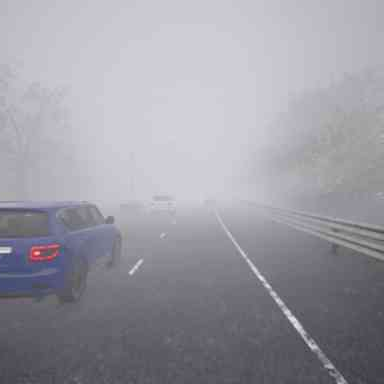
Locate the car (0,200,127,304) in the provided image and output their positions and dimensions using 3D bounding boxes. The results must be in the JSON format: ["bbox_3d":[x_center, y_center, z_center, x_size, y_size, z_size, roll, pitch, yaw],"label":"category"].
[{"bbox_3d":[-3.332,1.220,8.273,2.150,2.045,5.566,0,0,1],"label":"car"}]

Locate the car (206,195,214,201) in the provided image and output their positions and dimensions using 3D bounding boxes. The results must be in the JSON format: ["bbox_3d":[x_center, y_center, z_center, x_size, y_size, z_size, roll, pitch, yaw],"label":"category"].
[{"bbox_3d":[4.571,1.494,83.391,1.812,1.442,4.674,0,0,7],"label":"car"}]

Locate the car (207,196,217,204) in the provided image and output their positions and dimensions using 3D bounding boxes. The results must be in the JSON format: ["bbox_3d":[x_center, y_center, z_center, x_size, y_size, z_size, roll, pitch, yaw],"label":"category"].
[{"bbox_3d":[3.862,1.560,65.026,1.837,1.490,4.892,0,0,5],"label":"car"}]

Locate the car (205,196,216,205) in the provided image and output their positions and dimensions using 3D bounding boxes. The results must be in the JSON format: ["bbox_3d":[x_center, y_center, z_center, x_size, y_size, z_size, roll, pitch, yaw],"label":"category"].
[{"bbox_3d":[3.380,1.523,59.121,1.882,1.535,5.008,0,0,4],"label":"car"}]

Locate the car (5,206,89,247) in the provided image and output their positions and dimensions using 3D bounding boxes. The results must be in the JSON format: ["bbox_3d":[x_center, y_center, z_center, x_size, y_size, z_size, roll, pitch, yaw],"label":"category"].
[{"bbox_3d":[-6.697,1.503,16.072,1.837,1.490,4.892,0,0,1],"label":"car"}]

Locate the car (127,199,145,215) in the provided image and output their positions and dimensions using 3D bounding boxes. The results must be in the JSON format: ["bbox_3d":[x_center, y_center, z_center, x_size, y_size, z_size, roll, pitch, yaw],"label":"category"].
[{"bbox_3d":[-6.088,1.486,34.284,1.882,1.535,5.008,0,0,2],"label":"car"}]

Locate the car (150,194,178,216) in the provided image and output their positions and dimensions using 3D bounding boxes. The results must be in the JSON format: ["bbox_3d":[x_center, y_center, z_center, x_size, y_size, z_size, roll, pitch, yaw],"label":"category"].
[{"bbox_3d":[-2.671,1.231,32.413,2.150,2.045,5.566,0,0,2],"label":"car"}]

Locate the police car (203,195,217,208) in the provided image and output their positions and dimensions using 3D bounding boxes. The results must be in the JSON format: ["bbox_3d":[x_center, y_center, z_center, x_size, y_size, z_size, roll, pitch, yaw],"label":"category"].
[{"bbox_3d":[2.686,1.456,49.381,1.930,1.638,5.238,0,0,4],"label":"police car"}]
